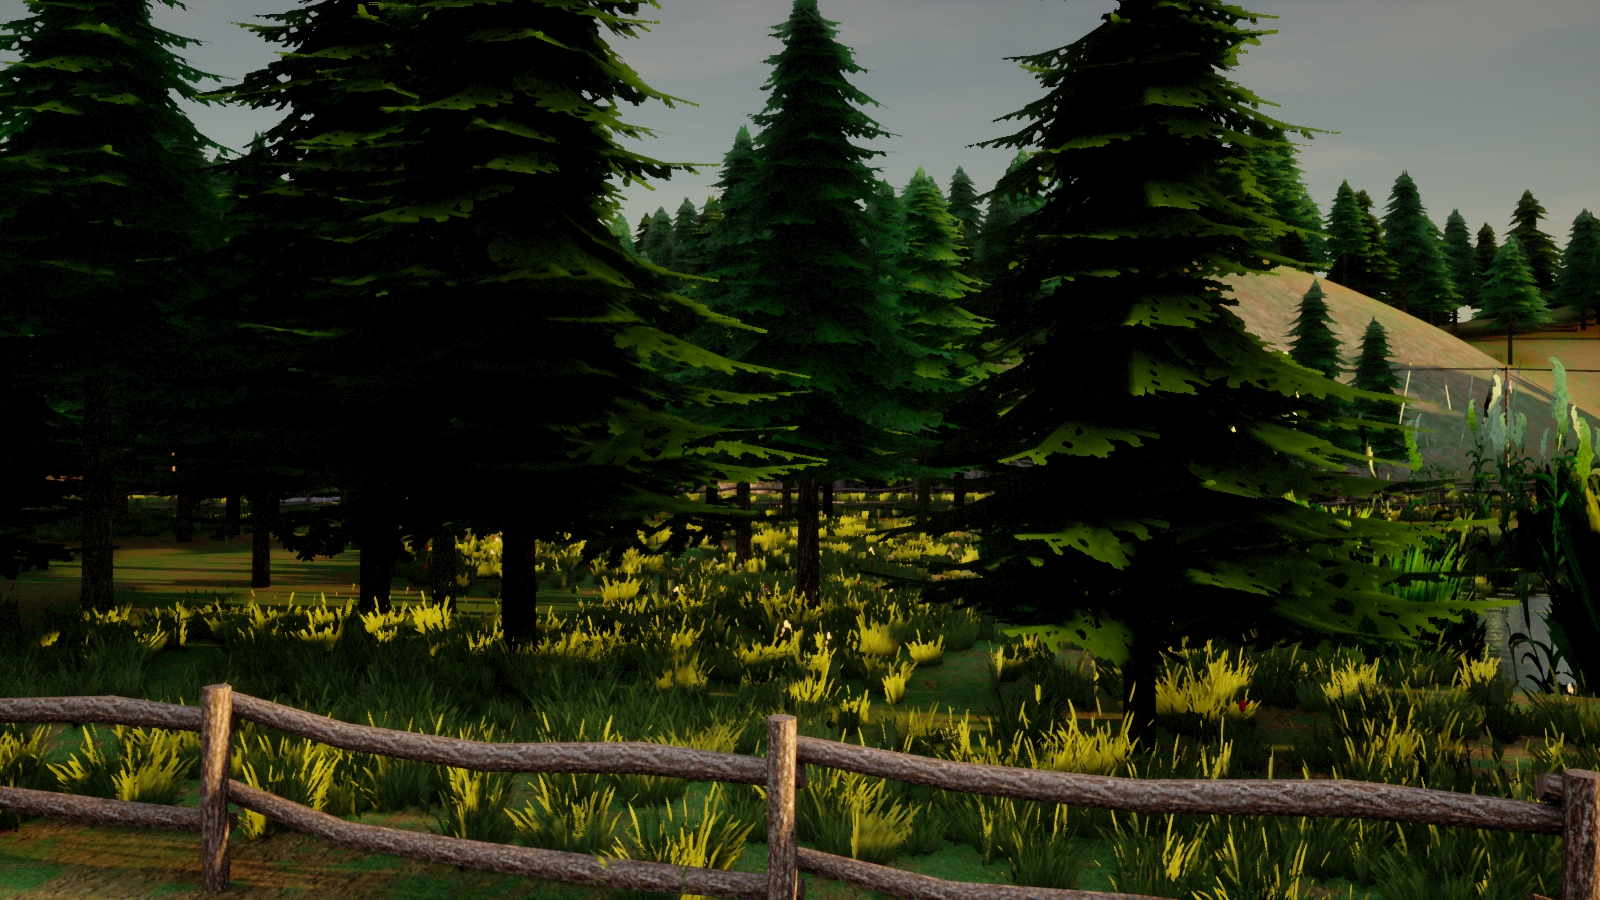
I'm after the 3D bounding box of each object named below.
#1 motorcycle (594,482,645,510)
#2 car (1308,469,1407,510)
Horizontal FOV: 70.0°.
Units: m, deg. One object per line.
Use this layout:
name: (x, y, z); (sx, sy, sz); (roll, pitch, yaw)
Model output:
motorcycle: (-8.558, 2.178, 54.109); (2.209, 1.251, 0.867); (0, 0, 14)
car: (26.696, 1.857, 54.792); (3.866, 1.878, 1.905); (0, 0, 7)
